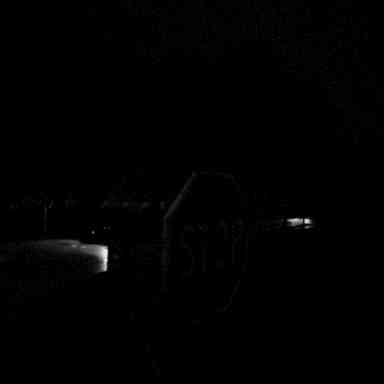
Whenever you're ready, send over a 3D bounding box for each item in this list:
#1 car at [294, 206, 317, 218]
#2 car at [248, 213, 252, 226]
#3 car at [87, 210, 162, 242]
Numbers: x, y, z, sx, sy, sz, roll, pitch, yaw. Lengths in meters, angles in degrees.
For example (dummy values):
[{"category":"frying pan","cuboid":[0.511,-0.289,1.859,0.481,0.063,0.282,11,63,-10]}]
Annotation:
[{"category":"car","cuboid":[14.469,2.516,41.975,1.895,1.301,4.718,2,0,37]},{"category":"car","cuboid":[3.182,2.032,26.571,1.812,1.442,4.674,2,0,36]},{"category":"car","cuboid":[-3.296,1.724,17.731,1.812,1.442,4.674,2,-1,37]}]
